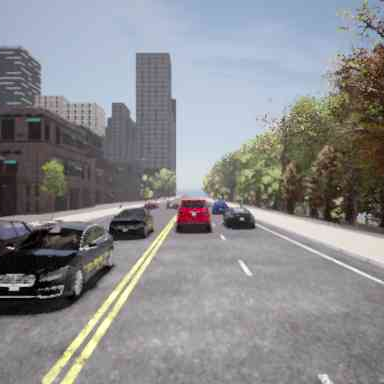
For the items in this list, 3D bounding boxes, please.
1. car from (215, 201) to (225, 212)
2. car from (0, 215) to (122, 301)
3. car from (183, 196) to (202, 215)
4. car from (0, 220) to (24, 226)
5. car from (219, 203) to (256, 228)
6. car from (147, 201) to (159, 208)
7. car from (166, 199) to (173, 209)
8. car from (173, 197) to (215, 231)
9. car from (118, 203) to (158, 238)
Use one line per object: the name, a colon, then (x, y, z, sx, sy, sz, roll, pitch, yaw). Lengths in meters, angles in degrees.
car: (3.336, 1.827, 41.063, 1.882, 1.535, 5.008, 0, 0, 0)
car: (-3.338, 1.580, 8.669, 1.837, 1.490, 4.892, 0, -1, 0)
car: (0.087, 1.572, 40.960, 2.150, 2.045, 5.566, 0, 0, 0)
car: (-6.589, 1.642, 10.910, 2.033, 1.411, 5.357, 0, 0, 0)
car: (3.352, 1.772, 24.162, 1.994, 1.385, 4.181, 0, 0, 0)
car: (-6.526, 2.063, 54.708, 1.895, 1.301, 4.718, 0, 0, 1)
car: (-3.280, 1.955, 54.850, 2.128, 1.511, 4.902, 0, 0, 1)
car: (0.103, 1.416, 22.399, 2.150, 2.045, 5.566, 0, 0, 0)
car: (-3.299, 1.642, 19.019, 1.882, 1.535, 5.008, 0, 0, 0)
